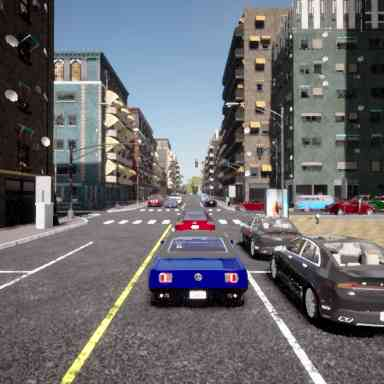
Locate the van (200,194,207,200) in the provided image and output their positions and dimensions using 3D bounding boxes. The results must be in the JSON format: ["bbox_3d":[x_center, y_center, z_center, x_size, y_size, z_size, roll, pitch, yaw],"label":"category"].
[{"bbox_3d":[2.911,1.373,78.580,1.690,1.788,3.998,1,0,0],"label":"van"}]

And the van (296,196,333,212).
[{"bbox_3d":[13.863,1.296,37.514,3.998,1.788,1.690,0,0,1],"label":"van"}]

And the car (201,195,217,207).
[{"bbox_3d":[2.835,1.585,50.724,1.947,1.339,4.313,1,0,0],"label":"car"}]

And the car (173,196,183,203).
[{"bbox_3d":[-2.827,1.591,68.652,1.994,1.385,4.181,0,0,0],"label":"car"}]

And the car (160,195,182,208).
[{"bbox_3d":[-2.974,1.565,48.709,2.033,1.411,5.357,0,0,1],"label":"car"}]

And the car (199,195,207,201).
[{"bbox_3d":[2.938,1.581,89.721,1.887,1.381,4.507,1,0,0],"label":"car"}]

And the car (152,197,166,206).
[{"bbox_3d":[-5.530,1.566,56.357,1.887,1.381,4.507,1,0,0],"label":"car"}]

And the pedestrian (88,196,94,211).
[{"bbox_3d":[-12.421,1.347,40.729,0.375,1.860,0.375,0,0,1],"label":"pedestrian"}]

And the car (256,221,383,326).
[{"bbox_3d":[2.848,1.553,6.961,2.008,1.369,4.403,1,0,0],"label":"car"}]

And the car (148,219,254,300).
[{"bbox_3d":[0.121,1.603,8.347,1.895,1.301,4.718,0,0,0],"label":"car"}]

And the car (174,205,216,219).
[{"bbox_3d":[0.140,1.570,17.210,1.994,1.385,4.181,0,0,0],"label":"car"}]

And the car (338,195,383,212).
[{"bbox_3d":[19.390,1.228,37.460,5.009,1.841,2.192,0,0,1],"label":"car"}]

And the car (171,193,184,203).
[{"bbox_3d":[-2.923,1.244,58.710,2.150,2.045,5.566,0,0,1],"label":"car"}]

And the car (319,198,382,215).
[{"bbox_3d":[13.780,1.413,29.133,4.206,1.307,1.802,0,0,1],"label":"car"}]

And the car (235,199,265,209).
[{"bbox_3d":[6.993,1.505,35.668,4.674,1.442,1.812,0,-1,11],"label":"car"}]

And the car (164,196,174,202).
[{"bbox_3d":[-5.471,1.597,78.641,1.947,1.339,4.313,1,0,0],"label":"car"}]

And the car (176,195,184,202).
[{"bbox_3d":[-2.791,1.532,79.061,1.837,1.490,4.892,0,0,0],"label":"car"}]

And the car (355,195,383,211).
[{"bbox_3d":[19.725,1.225,34.873,4.553,1.767,2.097,0,-1,1],"label":"car"}]

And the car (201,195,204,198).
[{"bbox_3d":[2.849,1.603,56.294,1.802,1.307,4.206,1,0,0],"label":"car"}]

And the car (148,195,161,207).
[{"bbox_3d":[-5.541,1.334,50.786,2.192,1.841,5.009,1,0,0],"label":"car"}]

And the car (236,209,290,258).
[{"bbox_3d":[2.863,1.555,12.530,2.008,1.369,4.403,1,0,0],"label":"car"}]
